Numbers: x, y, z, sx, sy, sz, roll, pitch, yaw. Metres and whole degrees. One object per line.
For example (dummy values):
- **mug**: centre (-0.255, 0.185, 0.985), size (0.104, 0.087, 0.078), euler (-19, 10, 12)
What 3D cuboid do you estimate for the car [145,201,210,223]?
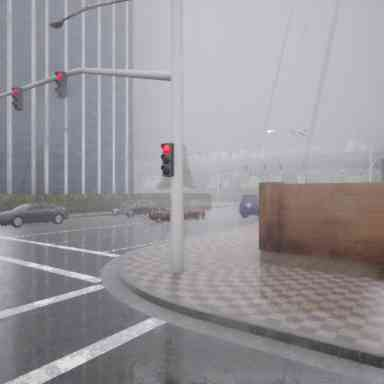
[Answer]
- **car**: centre (-0.962, 1.601, 24.559), size (1.895, 1.301, 4.718), euler (0, 0, 35)

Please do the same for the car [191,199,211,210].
- **car**: centre (0.519, 1.564, 39.040), size (1.994, 1.385, 4.181), euler (0, 0, 35)

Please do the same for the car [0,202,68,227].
- **car**: centre (-10.967, 1.505, 22.907), size (1.837, 1.490, 4.892), euler (0, 0, 35)

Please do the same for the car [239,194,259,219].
- **car**: centre (6.032, 1.221, 28.360), size (2.150, 2.045, 5.566), euler (0, 0, 35)

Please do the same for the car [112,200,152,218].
- **car**: centre (-5.258, 1.491, 30.936), size (2.128, 1.511, 4.902), euler (0, 0, 35)
